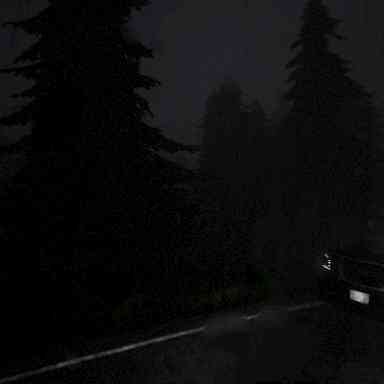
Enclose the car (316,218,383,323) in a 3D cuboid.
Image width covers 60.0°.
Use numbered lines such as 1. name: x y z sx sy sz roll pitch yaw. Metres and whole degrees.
1. car: 4.863 1.179 6.211 5.566 2.045 2.150 0 1 -29
